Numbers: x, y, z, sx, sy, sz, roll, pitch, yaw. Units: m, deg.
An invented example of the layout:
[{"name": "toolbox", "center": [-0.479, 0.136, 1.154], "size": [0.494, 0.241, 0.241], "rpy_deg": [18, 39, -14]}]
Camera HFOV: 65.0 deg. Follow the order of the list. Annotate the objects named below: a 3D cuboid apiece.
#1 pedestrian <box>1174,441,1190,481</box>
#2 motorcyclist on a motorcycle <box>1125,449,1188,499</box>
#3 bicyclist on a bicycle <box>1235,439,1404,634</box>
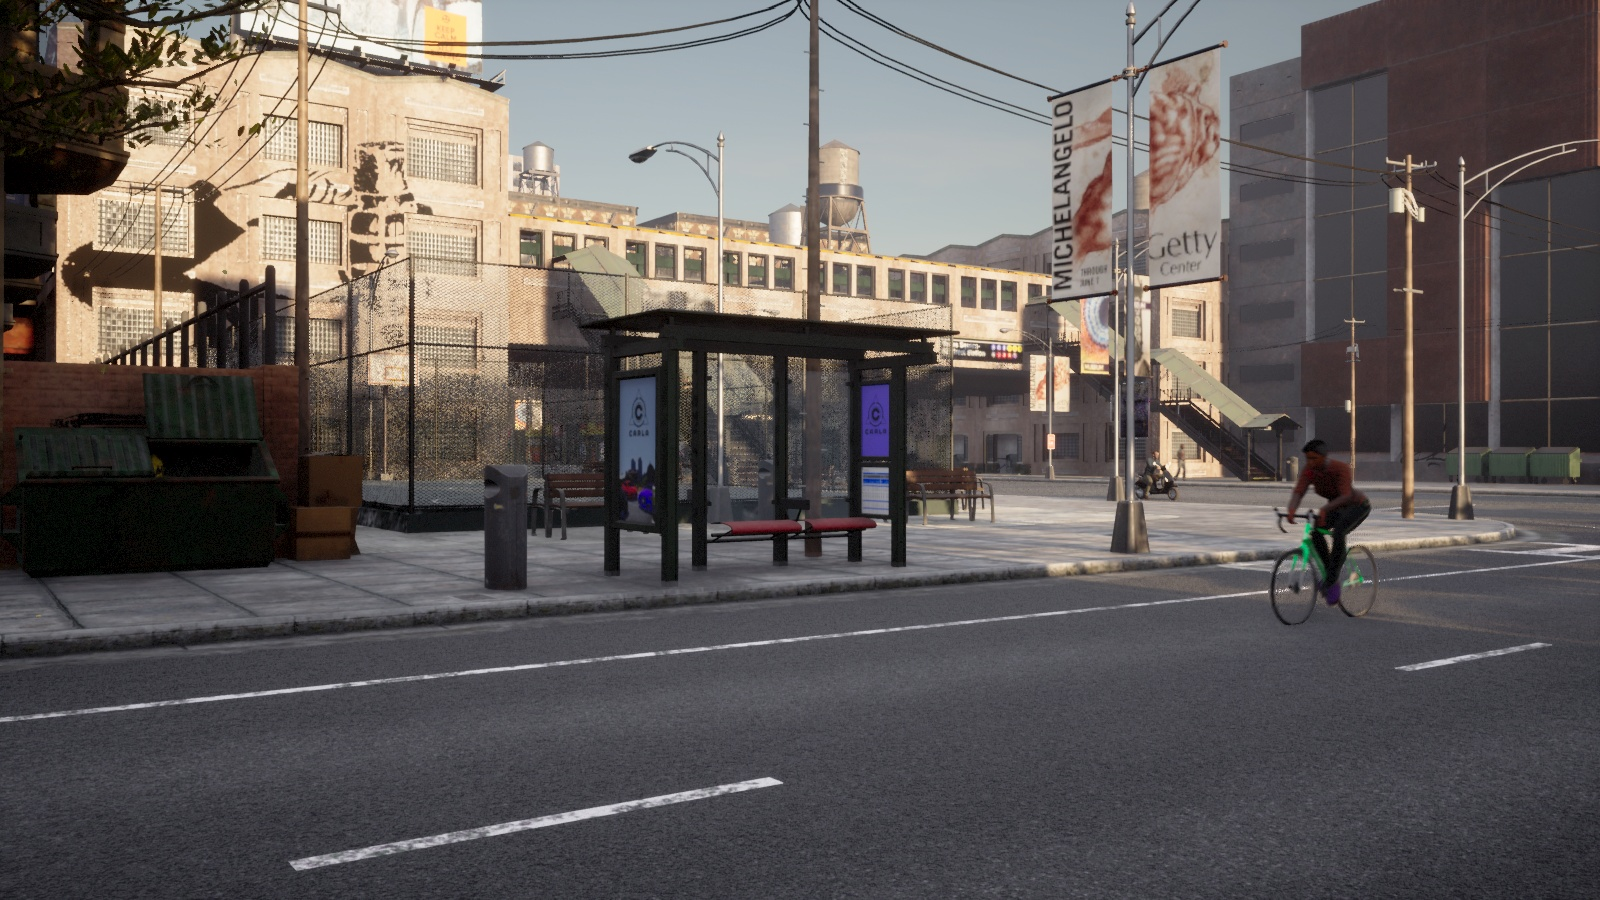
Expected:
[{"name": "pedestrian", "center": [18.454, 0.511, 60.624], "size": [0.402, 1.930, 0.666], "rpy_deg": [0, 0, -22]}, {"name": "motorcyclist on a motorcycle", "center": [11.545, 0.773, 40.714], "size": [0.866, 1.590, 1.817], "rpy_deg": [0, 0, -34]}, {"name": "bicyclist on a bicycle", "center": [4.637, 0.715, 11.169], "size": [1.656, 1.620, 0.582], "rpy_deg": [0, 0, -35]}]
